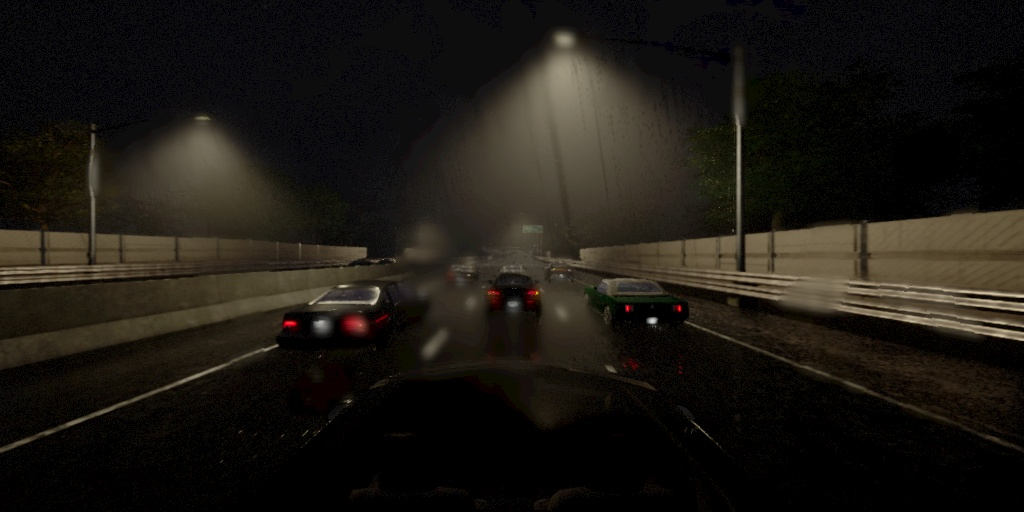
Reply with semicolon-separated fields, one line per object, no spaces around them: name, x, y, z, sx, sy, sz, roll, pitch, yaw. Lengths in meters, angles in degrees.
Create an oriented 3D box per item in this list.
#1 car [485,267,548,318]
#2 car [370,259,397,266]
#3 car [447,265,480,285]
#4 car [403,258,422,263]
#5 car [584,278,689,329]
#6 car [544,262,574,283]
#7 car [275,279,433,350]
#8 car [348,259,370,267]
car;0.071;1.277;12.829;1.812;1.442;4.674;0;0;0
car;-17.570;1.212;50.106;1.837;1.490;4.892;0;0;0
car;-3.434;1.348;26.303;1.895;1.301;4.718;0;0;0
car;-14.068;1.060;50.587;2.097;1.767;4.553;0;0;0
car;3.565;1.353;11.297;1.895;1.301;4.718;0;0;0
car;3.574;1.238;27.707;2.128;1.511;4.902;0;0;0
car;-3.454;1.299;9.043;2.033;1.411;5.357;0;0;0
car;-21.066;1.186;49.981;1.882;1.535;5.008;0;0;0
